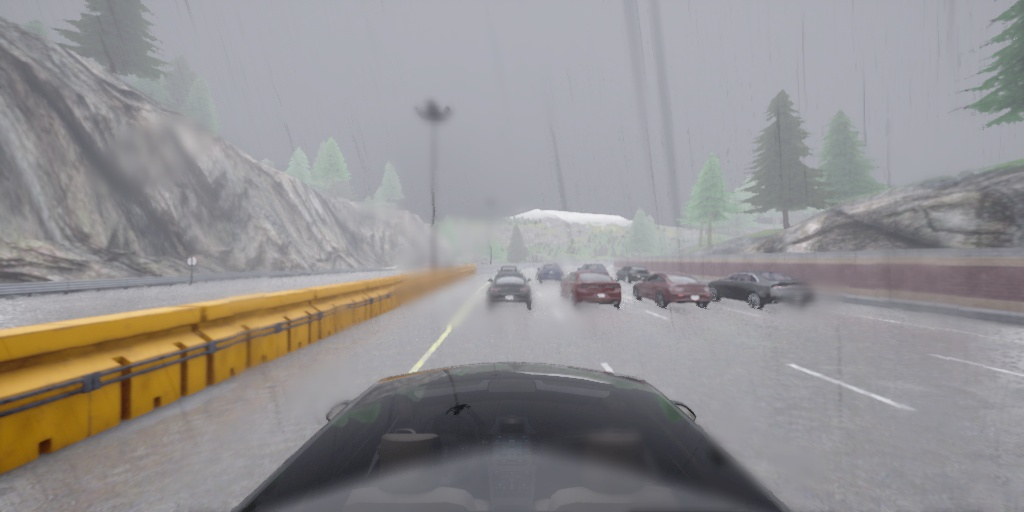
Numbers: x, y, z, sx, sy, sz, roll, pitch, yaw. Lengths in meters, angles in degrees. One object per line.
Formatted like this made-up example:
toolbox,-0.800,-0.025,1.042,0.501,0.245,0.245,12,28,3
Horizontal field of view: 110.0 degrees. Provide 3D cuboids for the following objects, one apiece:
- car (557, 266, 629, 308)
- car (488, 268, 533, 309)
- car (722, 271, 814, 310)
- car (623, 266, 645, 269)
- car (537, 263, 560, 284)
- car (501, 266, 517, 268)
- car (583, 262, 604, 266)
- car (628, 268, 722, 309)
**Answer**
car,3.426,1.383,16.195,1.882,1.535,5.008,0,0,0
car,-0.073,1.427,15.805,1.812,1.442,4.674,0,0,0
car,10.427,1.391,15.541,2.128,1.511,4.902,0,0,0
car,10.253,1.567,30.555,1.837,1.490,4.892,0,0,0
car,3.254,1.409,30.370,2.097,1.767,4.553,0,-1,0
car,-0.247,1.565,30.403,1.837,1.490,4.892,0,0,0
car,6.754,1.409,30.415,2.097,1.767,4.553,0,-1,0
car,6.927,1.428,15.886,1.812,1.442,4.674,0,0,0
